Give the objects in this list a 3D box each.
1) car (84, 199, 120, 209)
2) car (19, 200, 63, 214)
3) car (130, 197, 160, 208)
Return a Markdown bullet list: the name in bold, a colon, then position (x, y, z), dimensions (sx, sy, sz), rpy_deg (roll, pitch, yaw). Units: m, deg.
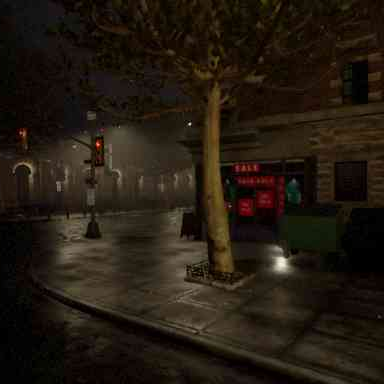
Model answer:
- **car**: position (-12.153, 1.595, 45.125), dimensions (1.895, 1.301, 4.718), rpy_deg (0, 0, 36)
- **car**: position (-15.739, 1.564, 34.826), dimensions (1.994, 1.385, 4.181), rpy_deg (0, 0, 36)
- **car**: position (-6.635, 1.491, 47.357), dimensions (2.128, 1.511, 4.902), rpy_deg (0, 0, 36)
